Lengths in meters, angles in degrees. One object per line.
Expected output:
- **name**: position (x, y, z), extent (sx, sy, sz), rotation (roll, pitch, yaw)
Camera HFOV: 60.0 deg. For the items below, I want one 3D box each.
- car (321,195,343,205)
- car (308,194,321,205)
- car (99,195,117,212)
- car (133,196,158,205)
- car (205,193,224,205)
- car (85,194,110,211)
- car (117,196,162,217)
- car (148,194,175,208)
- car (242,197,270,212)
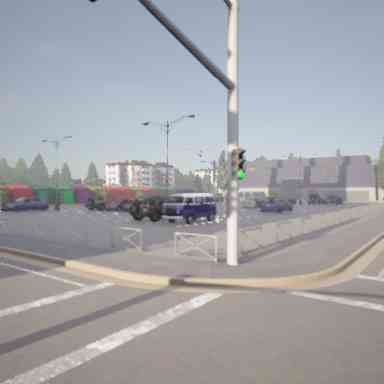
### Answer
- **car**: position (23.097, 1.208, 54.146), extent (1.932, 1.855, 4.605), rotation (0, 0, 37)
- **car**: position (20.807, 1.211, 55.916), extent (1.905, 1.878, 3.866), rotation (0, 0, 37)
- **car**: position (-7.747, 1.404, 36.560), extent (1.784, 1.438, 3.905), rotation (0, 0, 37)
- **car**: position (-7.686, 1.410, 55.299), extent (1.784, 1.438, 3.905), rotation (0, 0, 37)
- **car**: position (5.036, 1.210, 67.593), extent (1.905, 1.878, 3.866), rotation (0, 0, 37)
- **car**: position (-9.930, 1.194, 38.121), extent (1.932, 1.855, 4.605), rotation (0, 0, 37)
- **car**: position (-5.424, 1.436, 34.833), extent (1.970, 1.475, 3.806), rotation (0, 0, 37)
- **car**: position (-5.400, 1.199, 53.520), extent (1.932, 1.855, 4.605), rotation (0, 0, 37)
- **car**: position (8.215, 1.443, 43.512), extent (1.970, 1.475, 3.806), rotation (0, 0, 37)
